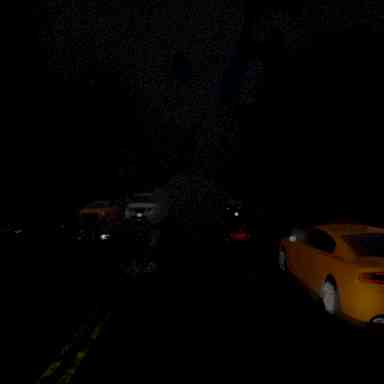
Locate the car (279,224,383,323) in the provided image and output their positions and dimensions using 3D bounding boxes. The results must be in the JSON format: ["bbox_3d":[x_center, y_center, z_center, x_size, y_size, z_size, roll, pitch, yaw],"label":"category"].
[{"bbox_3d":[3.339,1.431,7.238,1.882,1.535,5.008,0,0,0],"label":"car"}]

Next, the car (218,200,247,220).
[{"bbox_3d":[3.307,1.387,27.140,1.837,1.490,4.892,0,0,0],"label":"car"}]

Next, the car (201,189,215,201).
[{"bbox_3d":[3.154,0.731,60.399,2.033,1.649,4.856,0,2,0],"label":"car"}]

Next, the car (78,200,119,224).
[{"bbox_3d":[-6.636,1.370,24.093,1.882,1.535,5.008,0,0,0],"label":"car"}]

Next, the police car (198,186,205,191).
[{"bbox_3d":[3.119,-0.097,82.488,1.930,1.638,5.238,0,2,0],"label":"police car"}]

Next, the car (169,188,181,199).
[{"bbox_3d":[-3.362,0.334,65.976,2.150,2.045,5.566,0,2,0],"label":"car"}]

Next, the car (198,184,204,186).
[{"bbox_3d":[3.101,-0.622,93.351,2.033,1.649,4.856,0,3,0],"label":"car"}]

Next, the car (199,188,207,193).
[{"bbox_3d":[3.136,0.467,71.393,1.994,1.385,4.181,0,2,0],"label":"car"}]

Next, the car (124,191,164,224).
[{"bbox_3d":[-3.388,1.114,24.176,2.150,2.045,5.566,0,0,0],"label":"car"}]
